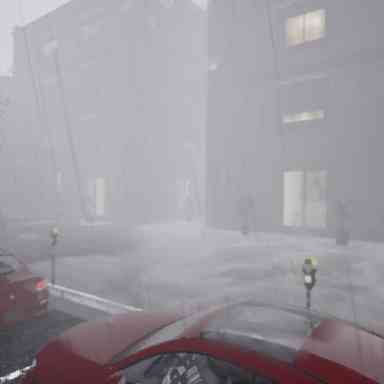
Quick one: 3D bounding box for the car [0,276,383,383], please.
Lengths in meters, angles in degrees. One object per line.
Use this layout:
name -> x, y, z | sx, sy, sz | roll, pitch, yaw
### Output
car -> 0.360, 1.579, 2.613 | 4.206, 1.307, 1.802 | 0, 1, 35

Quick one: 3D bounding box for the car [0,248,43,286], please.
car -> -4.158, 1.561, 5.834 | 4.206, 1.307, 1.802 | 0, 1, 35
